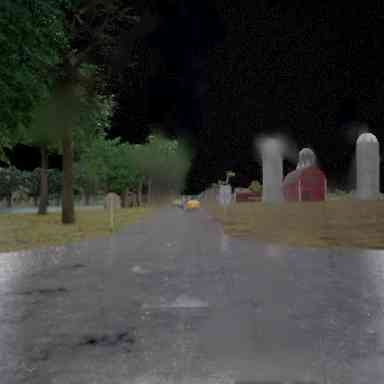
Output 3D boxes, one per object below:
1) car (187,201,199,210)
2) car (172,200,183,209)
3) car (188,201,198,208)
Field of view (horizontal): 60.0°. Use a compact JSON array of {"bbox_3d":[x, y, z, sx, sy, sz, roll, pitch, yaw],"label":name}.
[{"bbox_3d":[0.203,2.161,55.000,1.882,1.535,5.008,0,-1,0],"label":"car"},{"bbox_3d":[-2.531,2.255,59.597,1.882,1.535,5.008,0,-1,0],"label":"car"},{"bbox_3d":[0.241,2.507,65.446,1.895,1.301,4.718,0,-1,0],"label":"car"}]
